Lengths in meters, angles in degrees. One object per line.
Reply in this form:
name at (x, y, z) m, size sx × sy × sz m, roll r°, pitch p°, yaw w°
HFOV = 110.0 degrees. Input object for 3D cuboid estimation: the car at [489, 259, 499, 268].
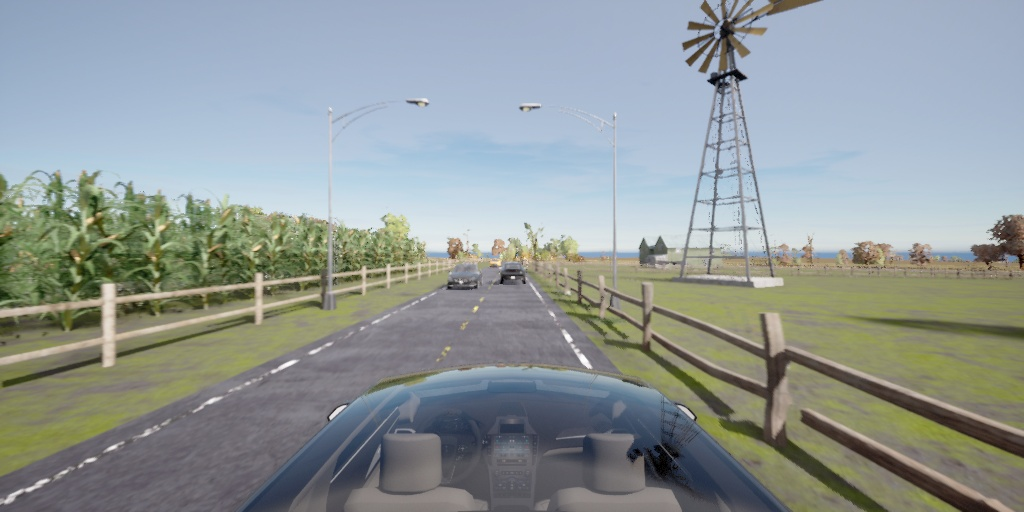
car at (-2.945, 1.271, 63.835) m, size 1.882 × 1.535 × 5.008 m, roll 0°, pitch 0°, yaw 0°

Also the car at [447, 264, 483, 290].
car at (-2.874, 1.258, 22.615) m, size 1.837 × 1.490 × 4.892 m, roll 0°, pitch 0°, yaw 0°

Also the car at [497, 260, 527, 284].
car at (0.058, 1.259, 27.227) m, size 1.837 × 1.490 × 4.892 m, roll 0°, pitch 0°, yaw 0°
